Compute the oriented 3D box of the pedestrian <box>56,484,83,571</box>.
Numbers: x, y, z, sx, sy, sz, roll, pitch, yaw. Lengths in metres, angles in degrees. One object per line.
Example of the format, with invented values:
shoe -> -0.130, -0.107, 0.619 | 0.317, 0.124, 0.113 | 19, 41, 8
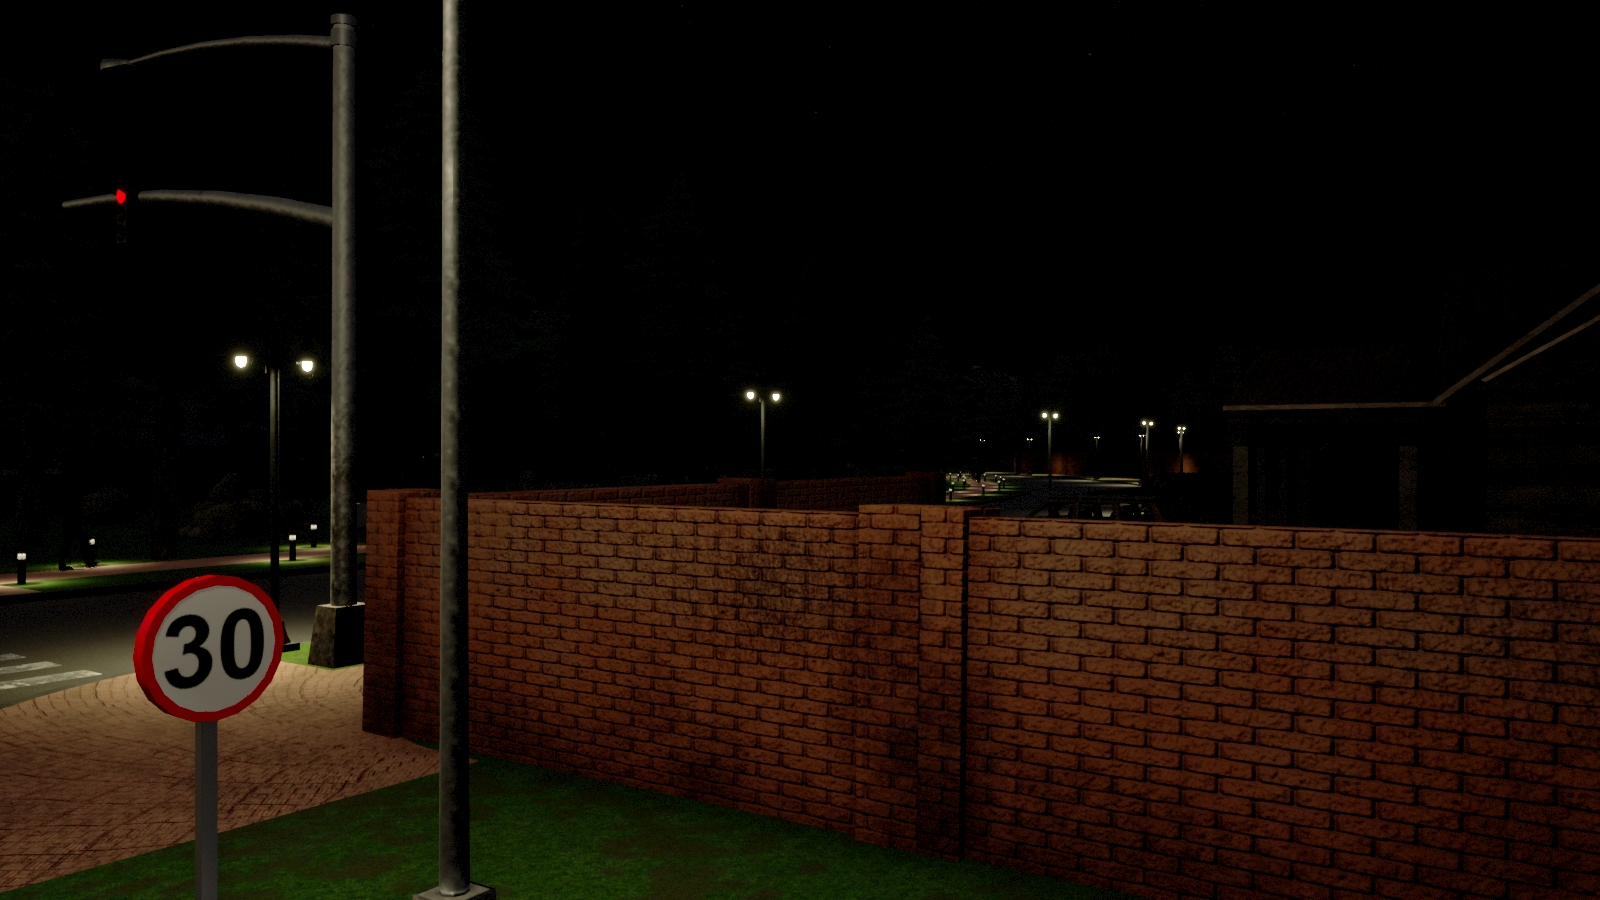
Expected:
pedestrian -> -15.799, 1.665, 24.697 | 0.375, 1.860, 0.375 | 0, 0, 34
